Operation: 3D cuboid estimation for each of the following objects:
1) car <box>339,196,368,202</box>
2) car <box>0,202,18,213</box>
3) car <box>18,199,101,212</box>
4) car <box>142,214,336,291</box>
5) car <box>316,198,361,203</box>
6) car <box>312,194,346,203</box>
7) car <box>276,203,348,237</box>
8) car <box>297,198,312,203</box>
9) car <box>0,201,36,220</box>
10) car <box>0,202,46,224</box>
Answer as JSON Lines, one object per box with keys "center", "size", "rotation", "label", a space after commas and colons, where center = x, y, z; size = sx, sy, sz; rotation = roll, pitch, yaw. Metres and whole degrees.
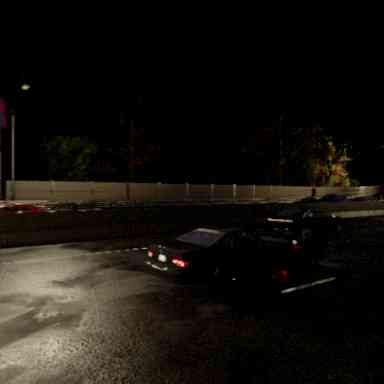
{"center": [22.744, 1.590, 45.963], "size": [4.674, 1.442, 1.812], "rotation": [0, 0, -35], "label": "car"}
{"center": [-11.685, 1.524, 21.451], "size": [4.674, 1.442, 1.812], "rotation": [0, 0, -36], "label": "car"}
{"center": [-7.649, 1.351, 20.029], "size": [4.553, 1.767, 2.097], "rotation": [0, 0, -35], "label": "car"}
{"center": [1.368, 1.548, 9.019], "size": [5.357, 1.411, 2.033], "rotation": [0, 0, -36], "label": "car"}
{"center": [16.336, 1.640, 37.103], "size": [4.718, 1.301, 1.895], "rotation": [0, 0, -35], "label": "car"}
{"center": [20.550, 1.283, 48.692], "size": [5.566, 2.045, 2.150], "rotation": [0, 0, -35], "label": "car"}
{"center": [5.771, 1.498, 16.459], "size": [4.902, 1.511, 2.128], "rotation": [0, 0, -36], "label": "car"}
{"center": [18.088, 1.588, 51.234], "size": [4.674, 1.442, 1.812], "rotation": [0, 0, -35], "label": "car"}
{"center": [-15.811, 1.545, 27.108], "size": [5.357, 1.411, 2.033], "rotation": [0, 0, -35], "label": "car"}
{"center": [-13.753, 1.545, 24.276], "size": [5.357, 1.411, 2.033], "rotation": [0, 0, -35], "label": "car"}
